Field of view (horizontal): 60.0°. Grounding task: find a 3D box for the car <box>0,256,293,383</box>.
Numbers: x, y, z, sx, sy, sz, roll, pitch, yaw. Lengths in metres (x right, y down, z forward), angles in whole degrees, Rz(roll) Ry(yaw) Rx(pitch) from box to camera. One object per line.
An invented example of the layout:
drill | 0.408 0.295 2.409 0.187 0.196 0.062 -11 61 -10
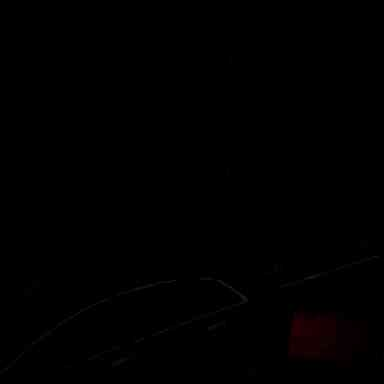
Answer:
car | -1.006 1.550 3.352 4.892 1.490 1.837 -2 0 -36
